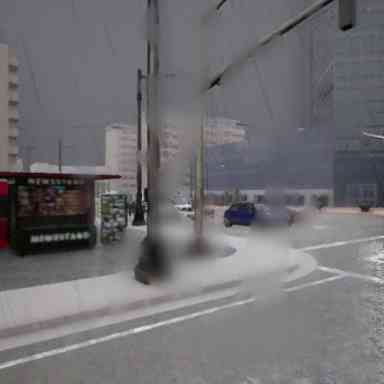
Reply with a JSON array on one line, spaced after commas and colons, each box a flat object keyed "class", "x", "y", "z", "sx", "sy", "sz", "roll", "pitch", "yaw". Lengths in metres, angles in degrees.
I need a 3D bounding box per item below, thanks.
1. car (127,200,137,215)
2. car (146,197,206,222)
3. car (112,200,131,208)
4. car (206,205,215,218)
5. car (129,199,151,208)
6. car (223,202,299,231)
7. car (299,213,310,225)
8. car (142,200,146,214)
[{"class": "car", "x": -8.697, "y": 1.884, "z": 39.025, "sx": 2.128, "sy": 1.511, "sz": 4.902, "roll": 0, "pitch": -1, "yaw": -36}, {"class": "car", "x": -1.528, "y": 1.437, "z": 29.125, "sx": 2.150, "sy": 2.045, "sz": 5.566, "roll": 0, "pitch": -1, "yaw": -36}, {"class": "car", "x": -13.662, "y": 2.244, "z": 64.069, "sx": 1.837, "sy": 1.490, "sz": 4.892, "roll": 0, "pitch": -1, "yaw": -36}, {"class": "car", "x": 0.239, "y": 1.720, "z": 32.646, "sx": 1.882, "sy": 1.535, "sz": 5.008, "roll": 0, "pitch": -1, "yaw": -36}, {"class": "car", "x": -10.250, "y": 2.218, "z": 65.331, "sx": 2.128, "sy": 1.511, "sz": 4.902, "roll": 0, "pitch": -1, "yaw": -36}, {"class": "car", "x": 4.106, "y": 1.457, "z": 21.356, "sx": 2.097, "sy": 1.767, "sz": 4.553, "roll": 0, "pitch": -1, "yaw": -36}, {"class": "car", "x": 6.006, "y": 1.673, "z": 24.701, "sx": 2.033, "sy": 1.411, "sz": 5.357, "roll": 0, "pitch": -1, "yaw": -36}, {"class": "car", "x": -5.846, "y": 1.885, "z": 41.055, "sx": 2.128, "sy": 1.511, "sz": 4.902, "roll": 0, "pitch": -1, "yaw": -36}]
